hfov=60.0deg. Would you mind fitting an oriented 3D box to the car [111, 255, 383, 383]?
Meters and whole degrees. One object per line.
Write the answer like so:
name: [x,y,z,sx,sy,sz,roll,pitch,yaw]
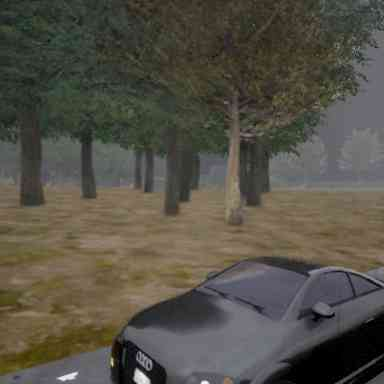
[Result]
car: [1.130,1.593,4.306,4.181,1.385,1.994,1,0,-37]
